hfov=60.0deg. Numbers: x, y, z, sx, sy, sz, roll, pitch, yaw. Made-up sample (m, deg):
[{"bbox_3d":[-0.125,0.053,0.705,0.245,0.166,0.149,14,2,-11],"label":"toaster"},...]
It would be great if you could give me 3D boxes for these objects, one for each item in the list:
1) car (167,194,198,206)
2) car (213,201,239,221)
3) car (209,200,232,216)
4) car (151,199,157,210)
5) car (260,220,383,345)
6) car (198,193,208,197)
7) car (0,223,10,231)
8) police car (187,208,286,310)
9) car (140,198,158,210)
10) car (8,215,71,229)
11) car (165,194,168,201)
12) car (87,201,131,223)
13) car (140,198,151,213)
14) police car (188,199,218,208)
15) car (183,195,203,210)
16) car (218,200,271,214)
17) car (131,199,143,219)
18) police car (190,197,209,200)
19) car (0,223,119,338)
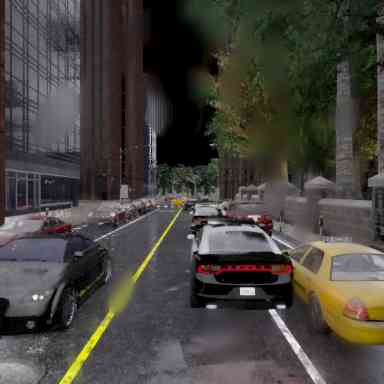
[{"bbox_3d":[-1.480,1.498,53.890,1.882,1.535,5.008,1,0,-38],"label":"car"},{"bbox_3d":[2.816,1.534,28.380,1.752,1.417,4.829,0,0,0],"label":"car"},{"bbox_3d":[2.826,1.577,33.667,1.947,1.339,4.313,0,0,0],"label":"car"},{"bbox_3d":[-5.689,1.454,39.138,1.967,1.590,4.097,0,0,0],"label":"car"},{"bbox_3d":[2.775,1.526,6.554,1.752,1.417,4.829,0,0,0],"label":"car"},{"bbox_3d":[2.907,1.480,76.549,1.967,1.590,4.097,0,0,0],"label":"car"},{"bbox_3d":[-5.750,1.545,6.395,1.887,1.381,4.507,0,0,0],"label":"car"},{"bbox_3d":[0.916,1.427,8.045,1.930,1.638,5.238,0,0,0],"label":"police car"},{"bbox_3d":[-5.679,1.542,44.425,1.752,1.417,4.829,0,0,0],"label":"car"},{"bbox_3d":[-5.740,1.547,11.853,1.887,1.381,4.507,0,0,0],"label":"car"},{"bbox_3d":[-5.608,1.359,82.003,2.192,1.841,5.009,0,0,0],"label":"car"},{"bbox_3d":[-5.719,1.446,22.767,1.967,1.590,4.097,0,0,0],"label":"car"},{"bbox_3d":[-5.699,1.555,33.681,1.887,1.381,4.507,0,0,0],"label":"car"},{"bbox_3d":[0.916,1.430,18.045,1.930,1.638,5.238,0,0,0],"label":"police car"},{"bbox_3d":[0.087,1.521,43.159,1.837,1.490,4.892,0,0,0],"label":"car"},{"bbox_3d":[2.796,1.319,17.297,2.192,1.841,5.009,0,0,0],"label":"car"},{"bbox_3d":[-5.709,1.559,28.224,2.008,1.369,4.403,0,0,0],"label":"car"},{"bbox_3d":[0.946,1.432,24.045,1.930,1.638,5.238,0,0,0],"label":"police car"},{"bbox_3d":[-2.987,1.564,6.683,1.994,1.385,4.181,0,0,0],"label":"car"}]
